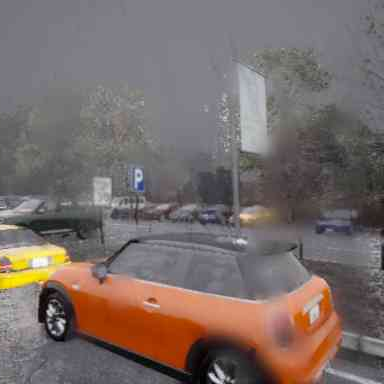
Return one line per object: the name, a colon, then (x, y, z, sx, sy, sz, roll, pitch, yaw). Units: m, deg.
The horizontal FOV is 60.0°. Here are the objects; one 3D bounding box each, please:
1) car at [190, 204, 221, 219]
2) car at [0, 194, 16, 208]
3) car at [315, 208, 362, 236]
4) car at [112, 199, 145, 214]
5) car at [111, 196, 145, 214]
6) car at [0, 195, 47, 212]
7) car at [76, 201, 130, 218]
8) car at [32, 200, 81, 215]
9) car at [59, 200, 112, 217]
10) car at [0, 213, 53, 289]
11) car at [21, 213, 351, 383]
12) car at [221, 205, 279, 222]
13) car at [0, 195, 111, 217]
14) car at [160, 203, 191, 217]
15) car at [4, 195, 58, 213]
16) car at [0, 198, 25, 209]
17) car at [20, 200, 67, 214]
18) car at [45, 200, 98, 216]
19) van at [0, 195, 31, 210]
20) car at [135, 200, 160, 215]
car: (2.340, 1.729, 25.252, 2.163, 1.488, 4.792, 0, -1, 36)
car: (-28.971, 1.321, 48.273, 2.435, 2.045, 5.566, 1, 0, 36)
car: (9.015, 1.729, 20.273, 2.163, 1.488, 4.792, 0, -1, 36)
car: (-4.383, 1.698, 30.165, 2.097, 1.535, 5.008, 0, -1, 36)
car: (-6.638, 1.446, 31.784, 2.435, 2.045, 5.566, 0, -1, 36)
car: (-22.263, 1.387, 43.341, 2.435, 2.045, 5.566, 1, 0, 36)
car: (-8.862, 1.699, 33.443, 2.231, 1.521, 4.892, 0, -1, 36)
car: (-15.585, 1.714, 38.356, 2.163, 1.488, 4.792, 0, 0, 36)
car: (-11.099, 1.695, 35.089, 2.097, 1.535, 5.008, 0, 0, 36)
car: (-5.343, 1.496, 8.715, 5.366, 1.575, 1.801, 0, -1, 36)
car: (-0.330, 1.392, 5.020, 4.553, 1.767, 2.097, 0, -1, 36)
car: (4.449, 1.694, 23.436, 1.946, 1.575, 5.366, 0, -1, 36)
car: (-6.974, 1.320, 15.799, 2.435, 2.045, 5.566, 0, -1, 36)
car: (0.091, 1.700, 26.878, 2.231, 1.521, 4.892, 0, -1, 36)
car: (-20.060, 1.404, 41.650, 2.435, 2.045, 5.566, 0, 0, 36)
car: (-26.645, 1.593, 46.755, 1.946, 1.575, 5.366, 1, 0, 36)
car: (-17.793, 1.700, 40.052, 2.163, 1.488, 4.792, 0, 0, 36)
car: (-13.224, 1.688, 36.887, 1.946, 1.575, 5.366, 0, 0, 36)
van: (-24.448, 1.392, 45.056, 1.878, 1.987, 4.442, 1, 0, 36)
car: (-2.146, 1.698, 28.521, 2.097, 1.535, 5.008, 0, -1, 36)
